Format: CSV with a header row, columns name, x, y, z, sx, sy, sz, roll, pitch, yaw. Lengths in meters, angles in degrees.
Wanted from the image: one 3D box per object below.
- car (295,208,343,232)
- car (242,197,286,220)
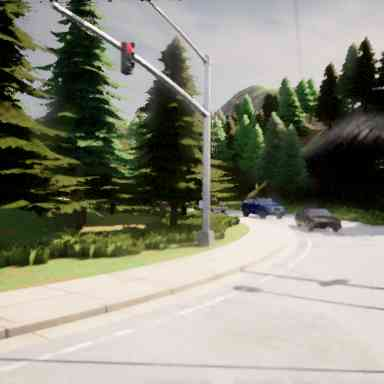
name,x,y,z,sx,sy,sz,roll,pitch,yaw
car,8.524,1.830,22.920,2.033,1.411,5.357,0,-1,4
car,6.983,1.580,33.157,2.150,2.045,5.566,1,-1,-20
